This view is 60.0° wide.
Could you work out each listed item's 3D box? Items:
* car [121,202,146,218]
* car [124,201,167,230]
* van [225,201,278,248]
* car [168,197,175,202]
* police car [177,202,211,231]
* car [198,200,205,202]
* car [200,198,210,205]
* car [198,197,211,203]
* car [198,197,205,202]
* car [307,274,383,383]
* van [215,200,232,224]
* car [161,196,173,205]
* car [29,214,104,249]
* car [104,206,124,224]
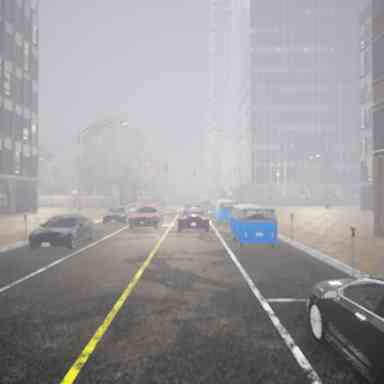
[{"bbox_3d":[-5.837,1.767,33.758,1.752,1.417,4.829,0,0,0],"label":"car"},{"bbox_3d":[-3.082,1.654,23.050,1.882,1.535,5.008,0,0,0],"label":"car"},{"bbox_3d":[2.684,1.467,15.135,1.690,1.788,3.998,0,0,0],"label":"van"},{"bbox_3d":[-5.745,2.177,93.058,1.802,1.307,4.206,0,0,0],"label":"car"},{"bbox_3d":[0.088,1.683,21.810,2.038,1.542,4.974,0,1,0],"label":"police car"},{"bbox_3d":[0.079,1.816,35.673,1.994,1.385,4.181,0,0,0],"label":"car"},{"bbox_3d":[2.650,2.028,70.335,1.947,1.339,4.313,0,0,0],"label":"car"},{"bbox_3d":[2.654,1.868,64.656,1.967,1.590,4.097,0,0,0],"label":"car"},{"bbox_3d":[2.637,2.161,93.059,1.947,1.339,4.313,0,0,0],"label":"car"},{"bbox_3d":[2.689,1.586,3.729,2.008,1.369,4.403,0,-1,0],"label":"car"},{"bbox_3d":[2.759,1.539,26.532,1.690,1.788,3.998,0,0,0],"label":"van"},{"bbox_3d":[-5.731,2.007,70.328,1.887,1.381,4.507,0,0,0],"label":"car"},{"bbox_3d":[-5.698,1.692,15.128,1.947,1.339,4.313,0,0,0],"label":"car"},{"bbox_3d":[-5.785,1.763,26.524,1.947,1.339,4.313,0,0,0],"label":"car"}]
